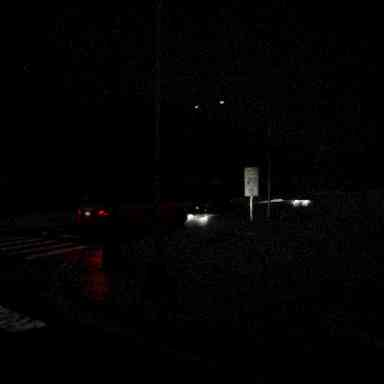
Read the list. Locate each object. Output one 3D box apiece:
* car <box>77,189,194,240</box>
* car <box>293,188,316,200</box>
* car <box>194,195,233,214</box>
[{"bbox_3d":[-2.555,0.879,15.407,2.150,2.045,5.566,0,2,36],"label":"car"},{"bbox_3d":[15.214,0.351,44.981,1.994,1.385,4.181,0,1,36],"label":"car"},{"bbox_3d":[1.521,0.920,25.906,1.994,1.385,4.181,0,2,36],"label":"car"}]
